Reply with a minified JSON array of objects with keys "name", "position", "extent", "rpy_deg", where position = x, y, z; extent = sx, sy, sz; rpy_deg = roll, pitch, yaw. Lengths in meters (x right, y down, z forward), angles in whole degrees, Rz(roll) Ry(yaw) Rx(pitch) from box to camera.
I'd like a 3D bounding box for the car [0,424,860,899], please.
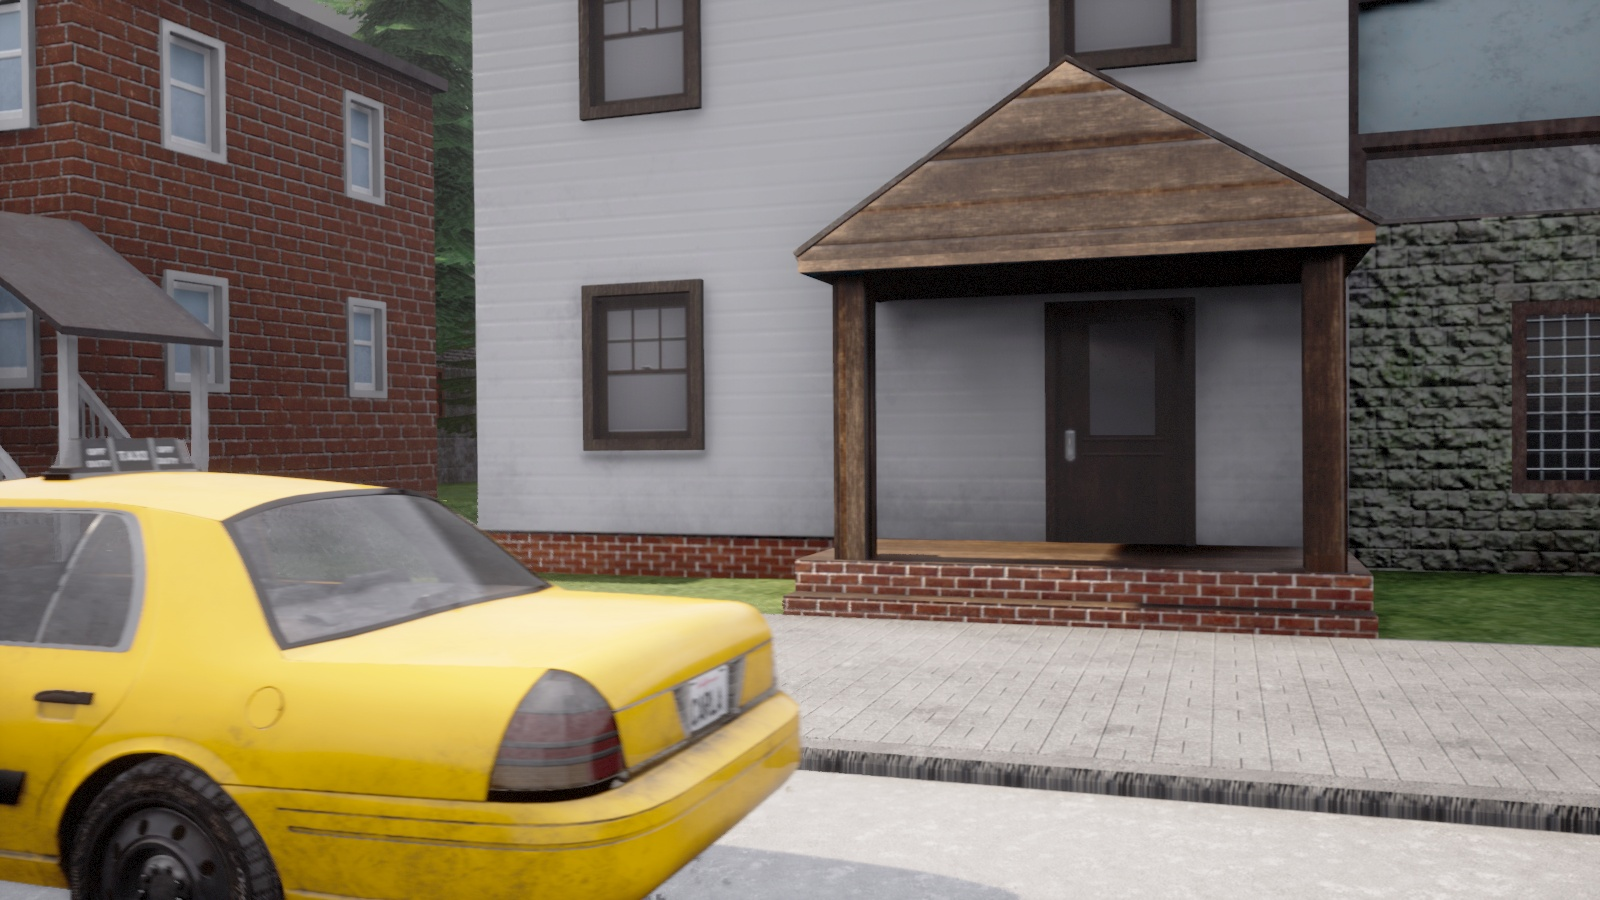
[{"name":"car","position":[-2.609,0.706,4.602],"extent":[5.366,1.575,1.801],"rpy_deg":[0,1,19]}]
